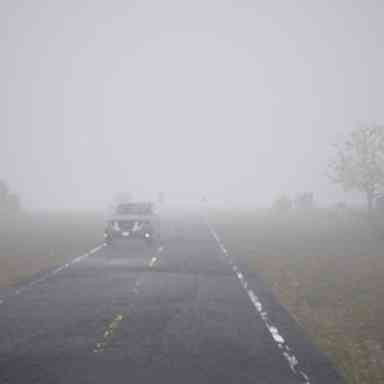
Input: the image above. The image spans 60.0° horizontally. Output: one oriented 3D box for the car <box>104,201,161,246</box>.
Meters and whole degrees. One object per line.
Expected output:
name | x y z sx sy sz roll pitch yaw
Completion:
car | -2.845 1.486 17.046 2.150 2.045 5.566 0 -1 0
